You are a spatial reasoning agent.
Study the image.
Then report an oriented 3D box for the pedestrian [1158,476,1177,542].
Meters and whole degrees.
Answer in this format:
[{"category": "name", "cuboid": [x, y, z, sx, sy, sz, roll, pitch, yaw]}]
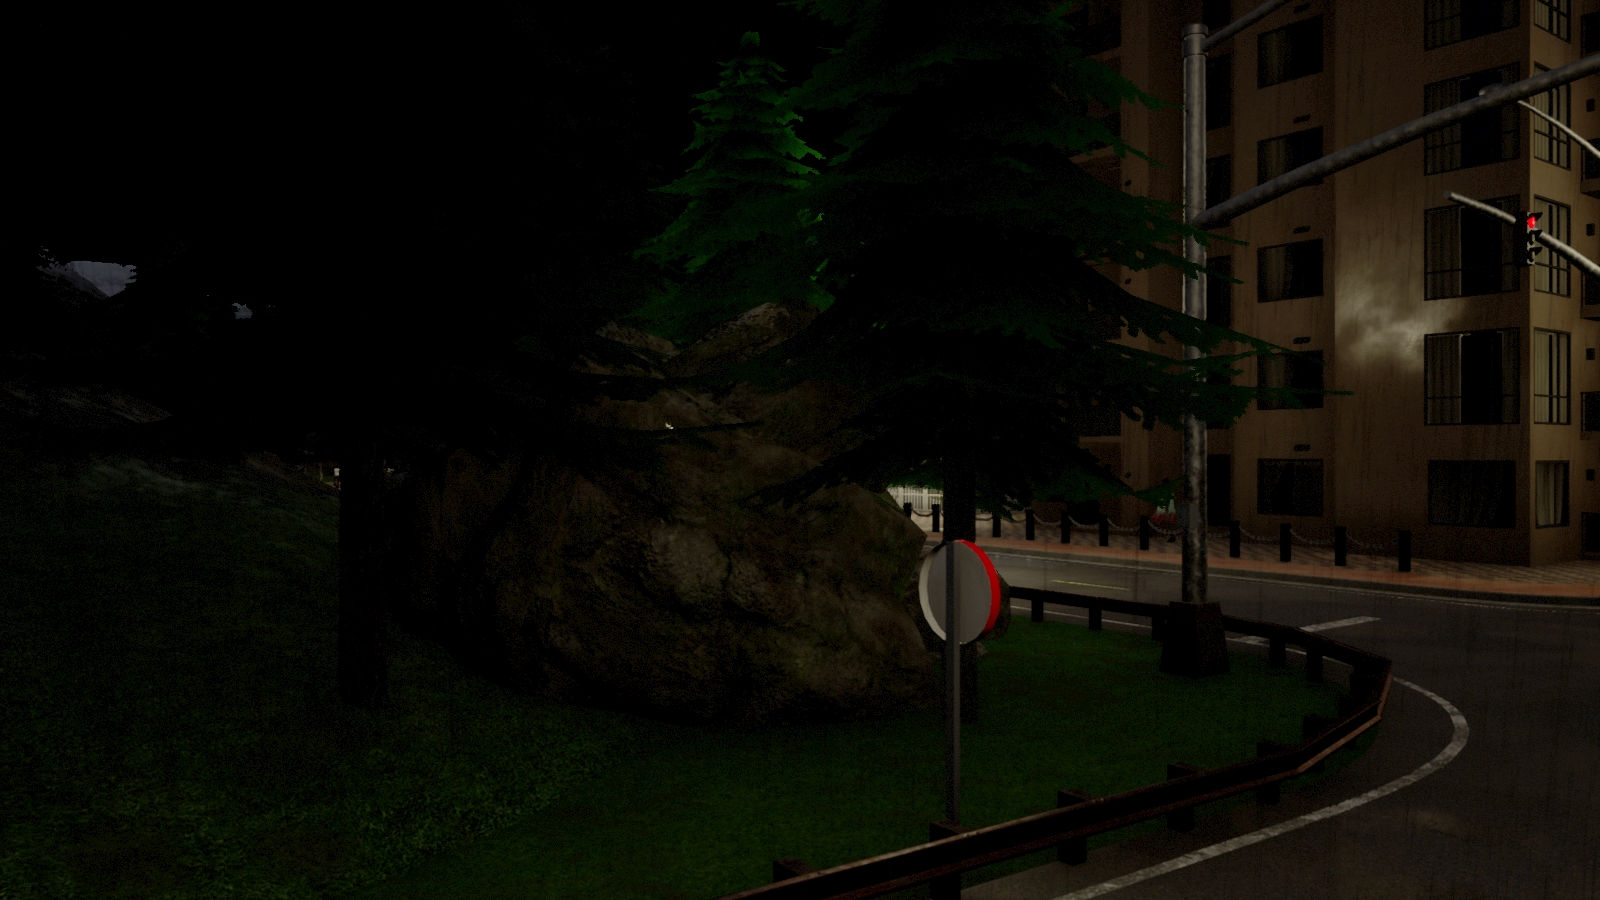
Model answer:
[{"category": "pedestrian", "cuboid": [10.526, 1.685, 32.752, 0.375, 1.860, 0.375, 0, 0, -36]}]
